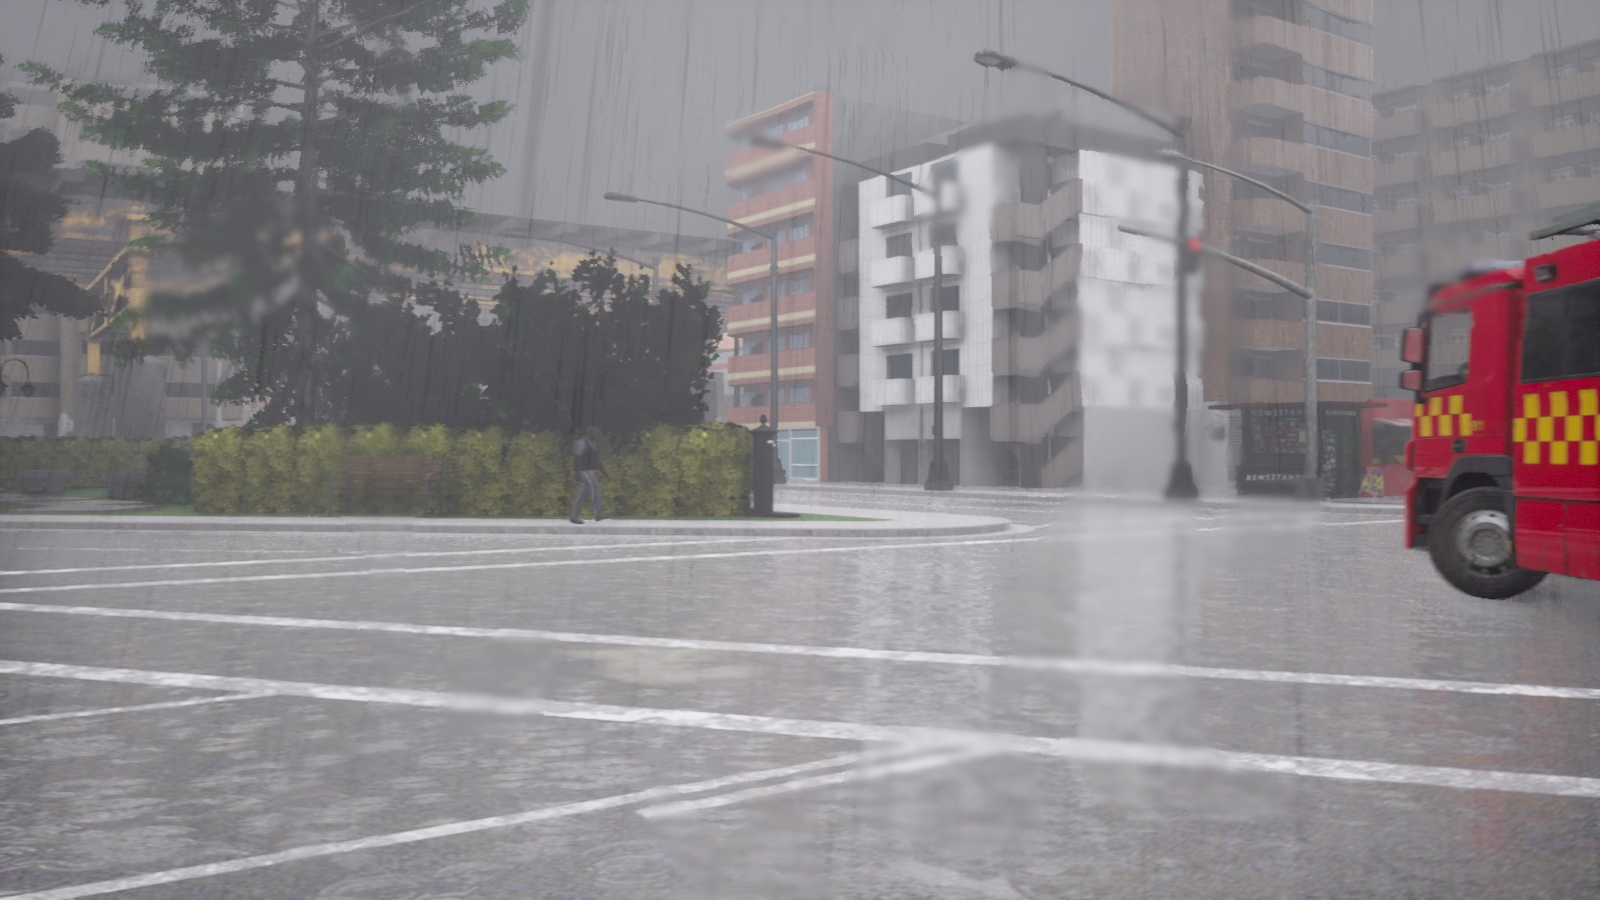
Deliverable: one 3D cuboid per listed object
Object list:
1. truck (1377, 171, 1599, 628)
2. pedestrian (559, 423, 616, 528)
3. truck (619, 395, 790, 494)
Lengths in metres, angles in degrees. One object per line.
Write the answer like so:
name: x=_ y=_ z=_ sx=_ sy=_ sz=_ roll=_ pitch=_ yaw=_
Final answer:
truck: x=8.148 y=-0.427 z=10.511 sx=2.891 sy=3.827 sz=8.468 roll=0 pitch=0 yaw=1
pedestrian: x=-3.885 y=0.461 z=22.976 sx=0.849 sy=1.883 sz=0.563 roll=0 pitch=0 yaw=13
truck: x=-3.815 y=-0.185 z=47.890 sx=2.891 sy=3.462 sz=7.936 roll=0 pitch=0 yaw=-34
